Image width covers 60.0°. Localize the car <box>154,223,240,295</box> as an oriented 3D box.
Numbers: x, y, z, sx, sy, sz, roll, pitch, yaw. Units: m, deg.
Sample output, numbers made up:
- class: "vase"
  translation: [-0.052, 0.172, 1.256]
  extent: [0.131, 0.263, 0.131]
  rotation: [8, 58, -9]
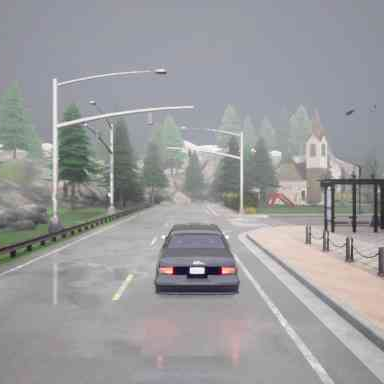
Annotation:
- class: "car"
  translation: [0.096, 1.547, 8.855]
  extent: [2.033, 1.411, 5.357]
  rotation: [0, 0, 0]
